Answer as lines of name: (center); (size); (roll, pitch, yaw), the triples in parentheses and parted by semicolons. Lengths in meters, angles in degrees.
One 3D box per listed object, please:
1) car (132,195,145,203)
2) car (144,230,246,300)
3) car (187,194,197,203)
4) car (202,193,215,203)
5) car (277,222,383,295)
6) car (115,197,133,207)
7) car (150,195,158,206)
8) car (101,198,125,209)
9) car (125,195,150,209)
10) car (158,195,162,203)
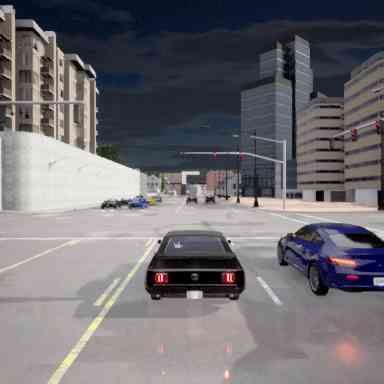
car: (-10.629, 1.441, 66.788); (1.837, 1.490, 4.892); (0, 0, 1)
car: (0.062, 1.591, 8.311); (1.895, 1.301, 4.718); (0, 0, 0)
car: (-0.008, 1.267, 65.633); (2.097, 1.767, 4.553); (0, 0, 0)
car: (3.492, 1.411, 65.970); (1.837, 1.490, 4.892); (0, 0, 0)
car: (3.563, 1.508, 8.538); (1.812, 1.442, 4.674); (0, 0, 0)
car: (-10.679, 1.556, 52.857); (1.895, 1.301, 4.718); (0, 0, 0)
car: (-7.174, 1.424, 53.847); (1.882, 1.535, 5.008); (0, 0, 0)
car: (-10.665, 1.530, 44.097); (1.994, 1.385, 4.181); (0, 0, 0)
car: (-7.165, 1.436, 44.389); (1.882, 1.535, 5.008); (0, 0, 0)
car: (-7.128, 1.419, 67.730); (2.128, 1.511, 4.902); (0, 0, 0)
